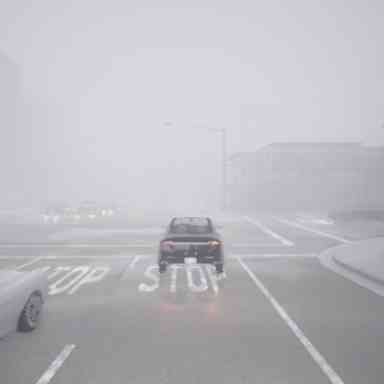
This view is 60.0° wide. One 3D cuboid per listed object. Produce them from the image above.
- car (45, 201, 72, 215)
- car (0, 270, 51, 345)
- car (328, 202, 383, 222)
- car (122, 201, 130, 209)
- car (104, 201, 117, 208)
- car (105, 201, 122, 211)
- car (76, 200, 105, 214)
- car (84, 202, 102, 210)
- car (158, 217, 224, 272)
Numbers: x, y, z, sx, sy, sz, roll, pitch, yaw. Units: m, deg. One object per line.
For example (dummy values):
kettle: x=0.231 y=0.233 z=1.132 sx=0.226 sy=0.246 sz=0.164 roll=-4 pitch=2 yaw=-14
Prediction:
car: x=-15.542 y=1.832 z=38.982 sx=2.128 sy=1.511 sz=4.902 roll=0 pitch=-1 yaw=-3
car: x=-3.476 y=1.625 z=3.930 sx=1.895 sy=1.301 sz=4.718 roll=0 pitch=0 yaw=0
car: x=12.374 y=1.468 z=24.757 sx=4.181 sy=1.385 sz=1.994 roll=-1 pitch=0 yaw=-4
car: x=-13.447 y=2.564 z=66.214 sx=1.812 sy=1.442 sz=4.674 roll=0 pitch=-2 yaw=-3
car: x=-17.187 y=2.630 z=70.465 sx=1.882 sy=1.535 sz=5.008 roll=0 pitch=-1 yaw=-3
car: x=-12.740 y=2.126 z=51.924 sx=2.128 sy=1.511 sz=4.902 roll=0 pitch=-2 yaw=-3
car: x=-12.045 y=1.694 z=39.159 sx=2.097 sy=1.767 sz=4.553 roll=0 pitch=-1 yaw=-3
car: x=-16.411 y=2.335 z=55.314 sx=1.895 sy=1.301 sz=4.718 roll=0 pitch=-2 yaw=-3
car: x=-0.006 y=1.557 z=10.967 sx=2.128 sy=1.511 sz=4.902 roll=0 pitch=0 yaw=1
